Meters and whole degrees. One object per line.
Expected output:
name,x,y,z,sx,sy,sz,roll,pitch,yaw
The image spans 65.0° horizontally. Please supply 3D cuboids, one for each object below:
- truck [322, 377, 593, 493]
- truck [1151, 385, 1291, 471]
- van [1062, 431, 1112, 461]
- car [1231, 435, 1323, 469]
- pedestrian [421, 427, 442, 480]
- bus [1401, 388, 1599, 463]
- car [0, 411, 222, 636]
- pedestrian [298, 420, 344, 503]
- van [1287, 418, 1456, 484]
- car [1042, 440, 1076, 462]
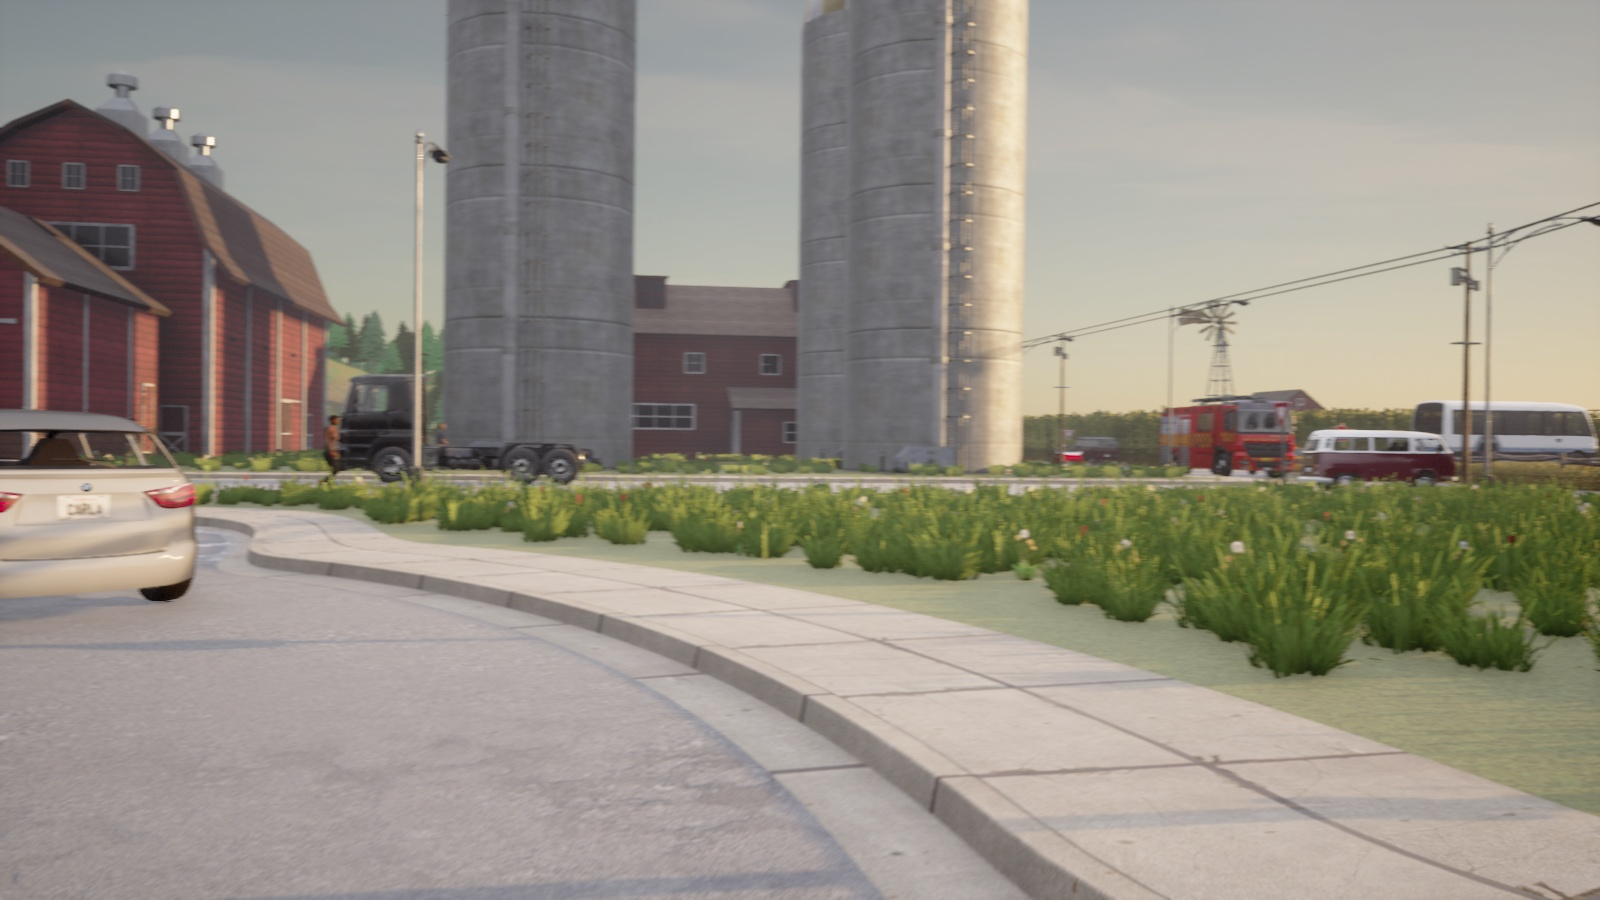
truck,-10.562,-0.481,39.505,7.936,3.462,2.891,0,0,-10
truck,19.967,-1.008,60.235,2.891,3.827,8.468,0,0,-8
van,19.492,-0.276,85.503,1.775,1.987,4.442,0,1,-9
car,23.285,0.065,61.526,1.801,1.575,5.366,0,0,-9
pedestrian,-13.013,0.132,44.373,0.694,1.848,0.540,0,0,-18
bus,41.388,-1.461,74.129,10.273,4.253,3.944,-1,0,-9
car,-7.410,0.540,11.154,4.611,1.667,2.242,0,0,38
pedestrian,-10.456,0.247,27.420,0.869,1.805,0.328,0,0,-11
van,18.312,0.043,40.395,4.480,2.038,2.069,-1,0,3
car,16.672,0.075,80.943,1.481,1.376,2.207,0,0,-9
